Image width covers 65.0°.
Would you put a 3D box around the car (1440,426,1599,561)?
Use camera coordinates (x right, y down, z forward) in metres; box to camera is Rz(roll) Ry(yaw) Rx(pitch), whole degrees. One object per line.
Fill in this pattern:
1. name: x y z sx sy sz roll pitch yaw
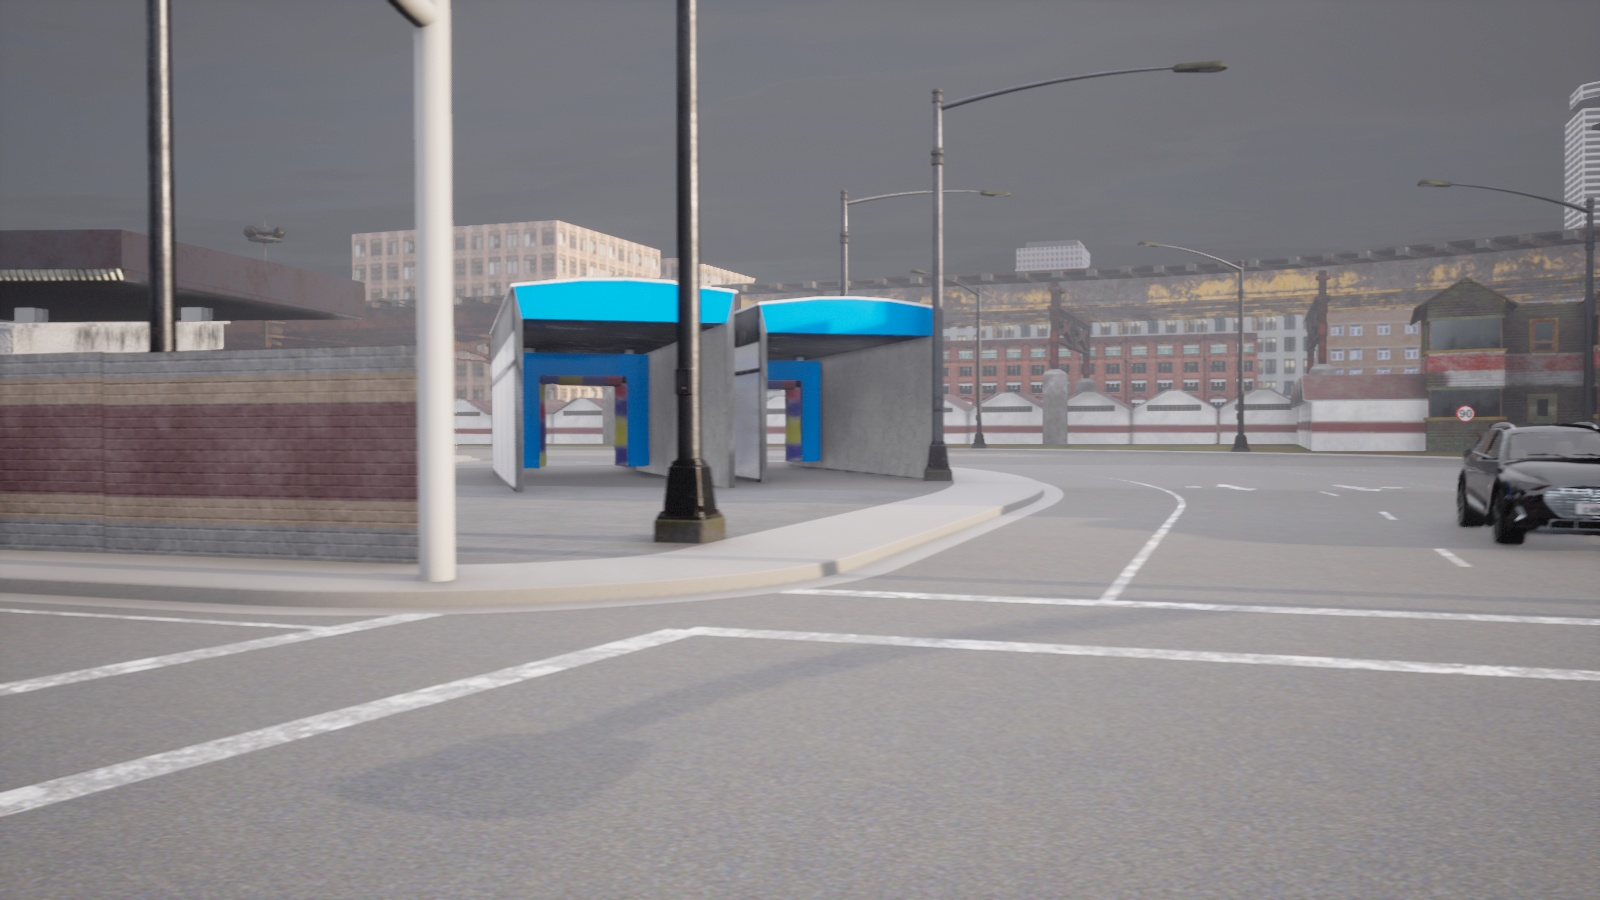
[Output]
1. car: 10.542 0.490 17.741 2.033 1.649 4.856 1 1 19
